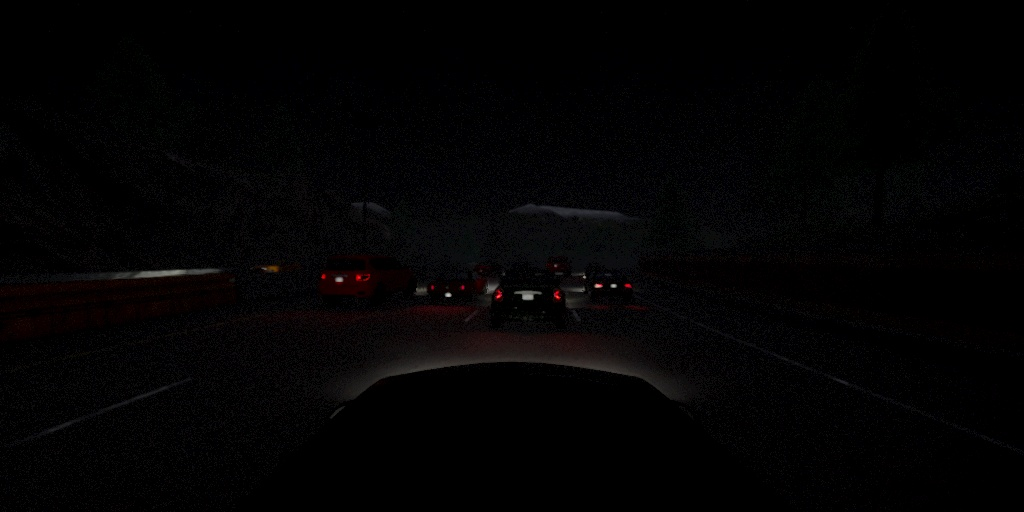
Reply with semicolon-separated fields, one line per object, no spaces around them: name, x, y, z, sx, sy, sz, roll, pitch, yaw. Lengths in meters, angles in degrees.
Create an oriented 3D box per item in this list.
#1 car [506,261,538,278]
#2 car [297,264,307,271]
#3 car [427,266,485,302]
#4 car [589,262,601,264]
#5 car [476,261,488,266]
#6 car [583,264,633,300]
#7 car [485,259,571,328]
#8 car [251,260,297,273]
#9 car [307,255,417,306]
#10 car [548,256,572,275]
car;1.072;1.283;35.971;2.128;1.511;4.902;0;0;14
car;-20.114;1.238;38.522;1.837;1.490;4.892;0;0;14
car;-2.435;1.361;17.280;1.895;1.301;4.718;0;0;6
car;8.496;1.340;36.746;1.812;1.442;4.674;0;0;15
car;-2.354;1.260;36.687;1.882;1.535;5.008;0;0;14
car;4.650;1.329;17.821;2.033;1.411;5.357;0;0;7
car;0.573;1.115;11.660;2.097;1.767;4.553;0;0;4
car;-24.093;1.195;36.796;1.882;1.535;5.008;0;0;13
car;-6.102;0.969;15.865;2.150;2.045;5.566;0;0;6
car;4.847;1.025;36.689;2.150;2.045;5.566;0;0;15
